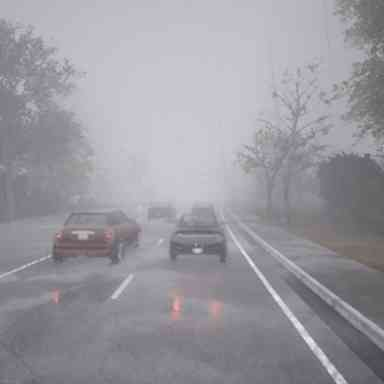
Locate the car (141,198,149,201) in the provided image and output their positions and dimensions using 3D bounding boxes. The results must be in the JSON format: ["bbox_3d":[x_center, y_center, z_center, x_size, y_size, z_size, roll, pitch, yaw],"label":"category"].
[{"bbox_3d":[-7.477,1.699,55.809,1.812,1.442,4.674,0,0,6],"label":"car"}]

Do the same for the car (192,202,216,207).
[{"bbox_3d":[1.001,1.567,28.325,1.882,1.535,5.008,0,0,4],"label":"car"}]

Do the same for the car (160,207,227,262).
[{"bbox_3d":[0.263,1.531,12.274,2.128,1.511,4.902,0,0,2],"label":"car"}]

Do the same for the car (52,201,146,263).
[{"bbox_3d":[-3.238,1.389,12.266,2.097,1.767,4.553,0,0,2],"label":"car"}]

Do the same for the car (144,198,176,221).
[{"bbox_3d":[-2.495,1.567,28.494,1.882,1.535,5.008,0,0,4],"label":"car"}]
